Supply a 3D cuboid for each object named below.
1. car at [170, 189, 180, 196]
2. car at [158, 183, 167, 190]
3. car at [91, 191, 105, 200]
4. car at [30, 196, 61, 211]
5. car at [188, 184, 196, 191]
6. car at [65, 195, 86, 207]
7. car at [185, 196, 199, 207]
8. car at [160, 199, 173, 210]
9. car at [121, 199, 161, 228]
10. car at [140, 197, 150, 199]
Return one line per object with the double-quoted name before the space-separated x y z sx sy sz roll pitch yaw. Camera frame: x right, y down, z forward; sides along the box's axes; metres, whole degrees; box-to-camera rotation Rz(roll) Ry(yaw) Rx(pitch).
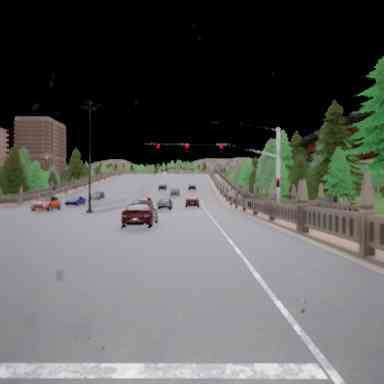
"car" -3.485 0.037 68.522 2.033 1.411 5.357 0 7 0
"car" -6.944 -1.291 78.881 1.837 1.490 4.892 0 7 0
"car" -17.565 0.660 61.699 2.128 1.511 4.902 0 5 1
"car" -17.622 1.357 40.242 2.097 1.767 4.553 0 0 0
"car" 0.055 -1.239 78.437 1.837 1.490 4.892 0 7 0
"car" -17.617 1.329 50.336 1.882 1.535 5.008 0 2 0
"car" 0.049 1.358 49.561 1.882 1.535 5.008 0 2 0
"car" -3.450 1.551 42.620 2.033 1.411 5.357 0 0 0
"car" -3.425 1.485 22.404 1.882 1.535 5.008 0 0 0
"car" -6.966 1.423 49.043 1.812 1.442 4.674 0 2 0
